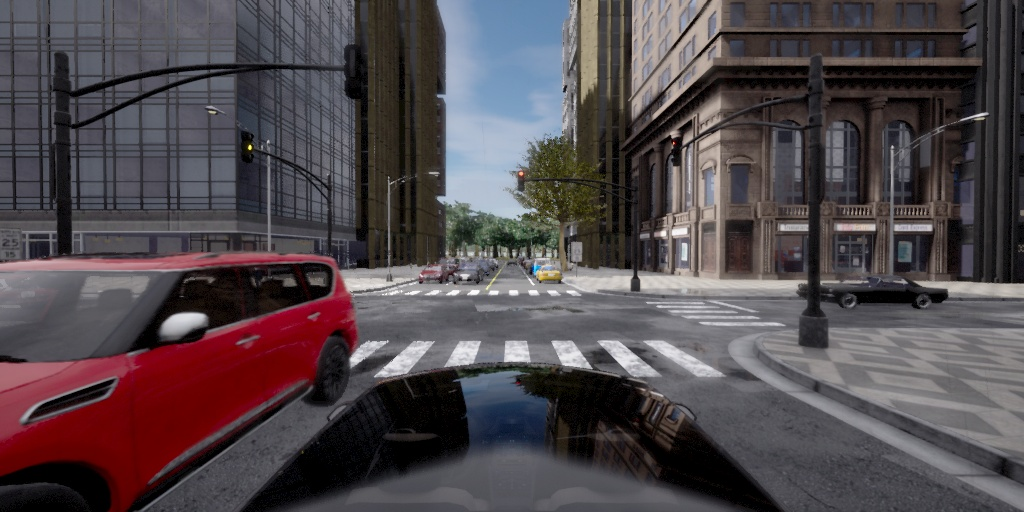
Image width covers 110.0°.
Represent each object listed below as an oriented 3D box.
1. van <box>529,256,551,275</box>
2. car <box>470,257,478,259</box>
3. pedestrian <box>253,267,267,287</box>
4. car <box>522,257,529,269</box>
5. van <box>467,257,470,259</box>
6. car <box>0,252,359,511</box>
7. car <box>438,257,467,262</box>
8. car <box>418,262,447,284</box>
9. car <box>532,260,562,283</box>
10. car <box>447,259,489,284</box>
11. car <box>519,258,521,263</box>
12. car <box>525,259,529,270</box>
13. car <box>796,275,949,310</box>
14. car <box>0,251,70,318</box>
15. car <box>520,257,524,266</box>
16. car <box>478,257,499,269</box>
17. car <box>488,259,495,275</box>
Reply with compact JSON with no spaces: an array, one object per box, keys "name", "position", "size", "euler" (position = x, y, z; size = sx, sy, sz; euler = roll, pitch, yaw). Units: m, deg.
[{"name":"van","position":[2.731,1.070,32.681],"size":[1.690,1.789,3.998],"euler":[0,0,0]},{"name":"car","position":[-5.806,1.025,44.024],"size":[2.192,1.841,5.009],"euler":[0,0,0]},{"name":"pedestrian","position":[-12.539,0.746,17.806],"size":[0.375,1.860,0.375],"euler":[0,0,0]},{"name":"car","position":[2.713,1.223,49.890],"size":[1.751,1.417,4.829],"euler":[0,0,0]},{"name":"van","position":[-5.800,1.062,38.345],"size":[1.690,1.789,3.998],"euler":[0,0,0]},{"name":"car","position":[-3.424,0.971,3.335],"size":[2.150,2.045,5.566],"euler":[0,0,-1]},{"name":"car","position":[-5.795,1.044,32.664],"size":[2.192,1.841,5.009],"euler":[0,0,0]},{"name":"car","position":[-5.789,1.319,26.984],"size":[1.802,1.307,4.207],"euler":[0,0,0]},{"name":"car","position":[2.736,1.262,27.171],"size":[1.751,1.417,4.829],"euler":[0,0,0]},{"name":"car","position":[-3.131,1.229,26.495],"size":[2.128,1.511,4.902],"euler":[0,0,1]},{"name":"car","position":[2.702,1.221,61.078],"size":[2.007,1.370,4.403],"euler":[0,0,0]},{"name":"car","position":[2.725,1.286,38.361],"size":[1.948,1.339,4.313],"euler":[0,0,0]},{"name":"car","position":[14.696,1.447,14.857],"size":[4.718,1.301,1.895],"euler":[0,1,0]},{"name":"car","position":[-18.385,0.845,11.550],"size":[5.566,2.045,2.150],"euler":[1,1,0]},{"name":"car","position":[2.708,1.229,55.399],"size":[1.888,1.381,4.507],"euler":[0,0,0]},{"name":"car","position":[-3.132,1.197,46.429],"size":[2.128,1.511,4.902],"euler":[0,0,0]},{"name":"car","position":[-3.129,1.272,36.317],"size":[2.033,1.411,5.357],"euler":[0,0,0]}]
